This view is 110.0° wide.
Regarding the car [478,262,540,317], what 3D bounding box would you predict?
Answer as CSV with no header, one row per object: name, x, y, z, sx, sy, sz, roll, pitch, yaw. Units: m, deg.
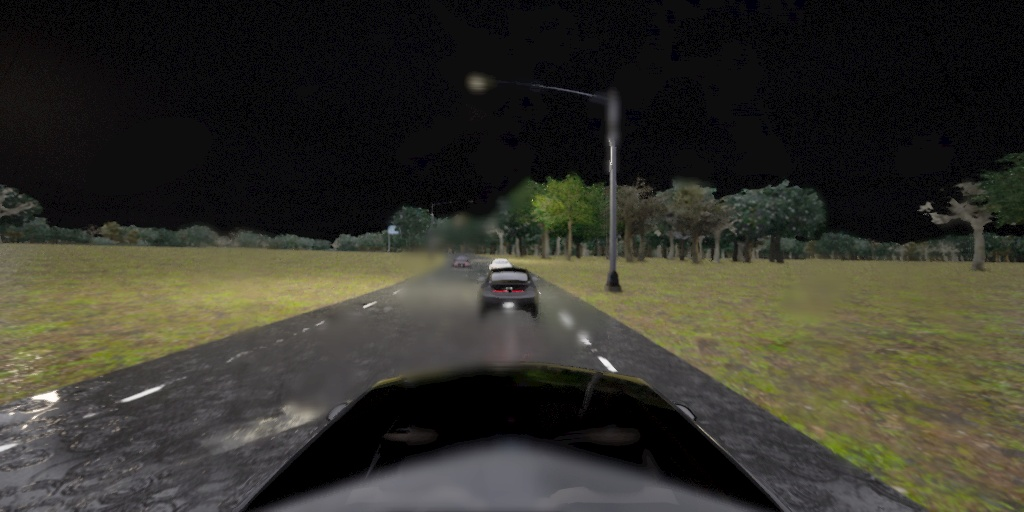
car,-0.120,1.140,12.538,1.837,1.490,4.892,0,1,-2

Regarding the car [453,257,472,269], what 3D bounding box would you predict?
car,-5.608,0.772,40.714,1.994,1.385,4.181,0,1,-6

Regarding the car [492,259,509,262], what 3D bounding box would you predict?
car,-0.904,0.955,28.683,1.812,1.442,4.674,0,1,-4
